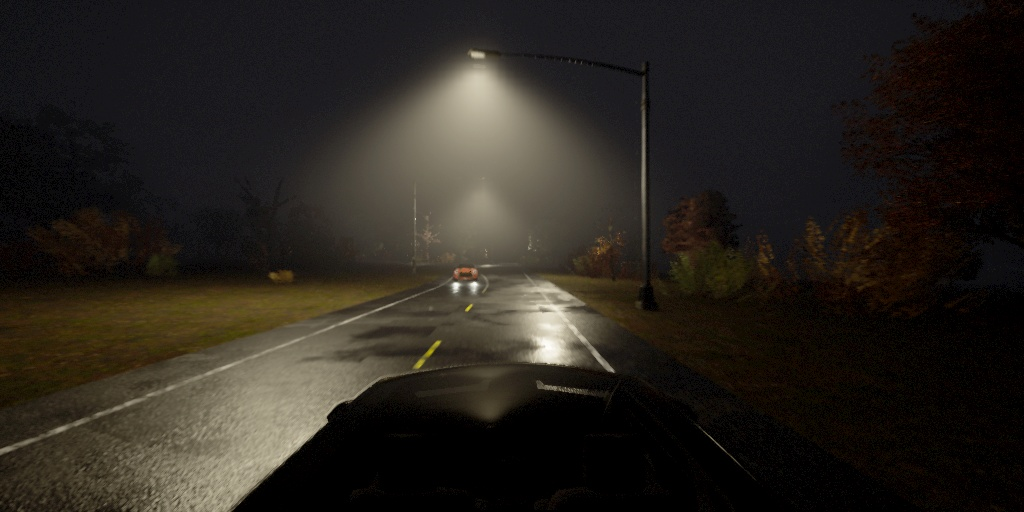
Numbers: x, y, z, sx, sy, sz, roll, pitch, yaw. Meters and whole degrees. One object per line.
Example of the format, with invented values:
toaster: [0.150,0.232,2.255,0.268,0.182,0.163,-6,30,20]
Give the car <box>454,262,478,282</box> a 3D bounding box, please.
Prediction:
car: [-4.197,1.378,32.996,2.097,1.767,4.553,0,0,-5]
